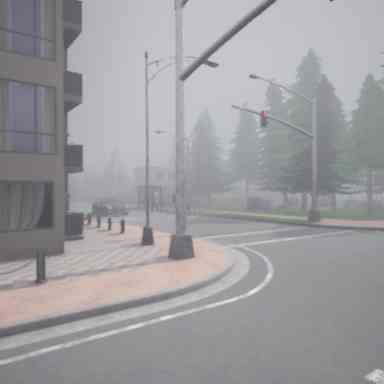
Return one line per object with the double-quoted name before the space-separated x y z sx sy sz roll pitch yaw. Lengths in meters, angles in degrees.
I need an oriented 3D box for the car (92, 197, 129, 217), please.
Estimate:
"car" -7.410 1.243 30.043 2.097 1.767 4.553 -1 0 -35
